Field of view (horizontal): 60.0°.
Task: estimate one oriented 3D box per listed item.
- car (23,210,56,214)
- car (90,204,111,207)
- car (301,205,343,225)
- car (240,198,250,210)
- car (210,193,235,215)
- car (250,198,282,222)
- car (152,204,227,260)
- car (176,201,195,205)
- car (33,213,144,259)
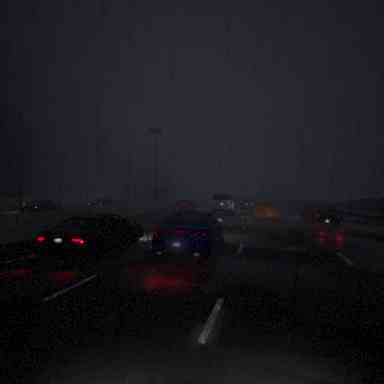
[{"bbox_3d":[-14.817,1.396,32.528,1.812,1.442,4.674,0,0,5],"label":"car"},{"bbox_3d":[-10.764,1.458,39.189,1.895,1.301,4.718,0,0,3],"label":"car"},{"bbox_3d":[8.968,1.543,23.450,1.895,1.301,4.718,0,0,8],"label":"car"},{"bbox_3d":[7.001,1.432,40.688,2.033,1.411,5.357,0,0,3],"label":"car"},{"bbox_3d":[2.925,1.124,32.083,2.150,2.045,5.566,0,0,6],"label":"car"},{"bbox_3d":[5.682,1.408,25.390,1.882,1.535,5.008,0,0,8],"label":"car"},{"bbox_3d":[0.030,1.438,12.500,1.882,1.535,5.008,0,0,11],"label":"car"},{"bbox_3d":[-0.552,1.497,32.530,1.895,1.301,4.718,0,0,5],"label":"car"},{"bbox_3d":[-3.516,1.501,12.462,2.033,1.411,5.357,0,0,12],"label":"car"}]
